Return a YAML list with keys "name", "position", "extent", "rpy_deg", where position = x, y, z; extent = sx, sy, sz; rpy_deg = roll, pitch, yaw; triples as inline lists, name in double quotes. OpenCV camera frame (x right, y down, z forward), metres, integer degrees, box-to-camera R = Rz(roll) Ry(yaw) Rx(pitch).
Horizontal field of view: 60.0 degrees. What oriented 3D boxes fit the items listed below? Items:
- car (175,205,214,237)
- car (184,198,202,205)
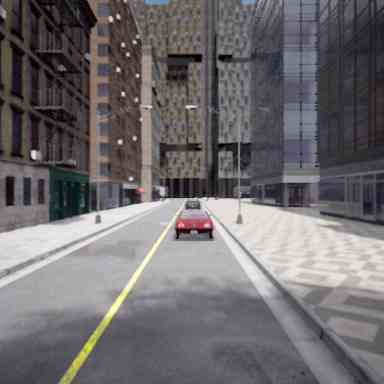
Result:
- name: "car"
  position: [0.106, 1.593, 17.822]
  extent: [1.895, 1.301, 4.718]
  rpy_deg: [0, 0, 0]
- name: "car"
  position: [0.112, 1.472, 40.363]
  extent: [2.128, 1.511, 4.902]
  rpy_deg: [0, 0, 0]
